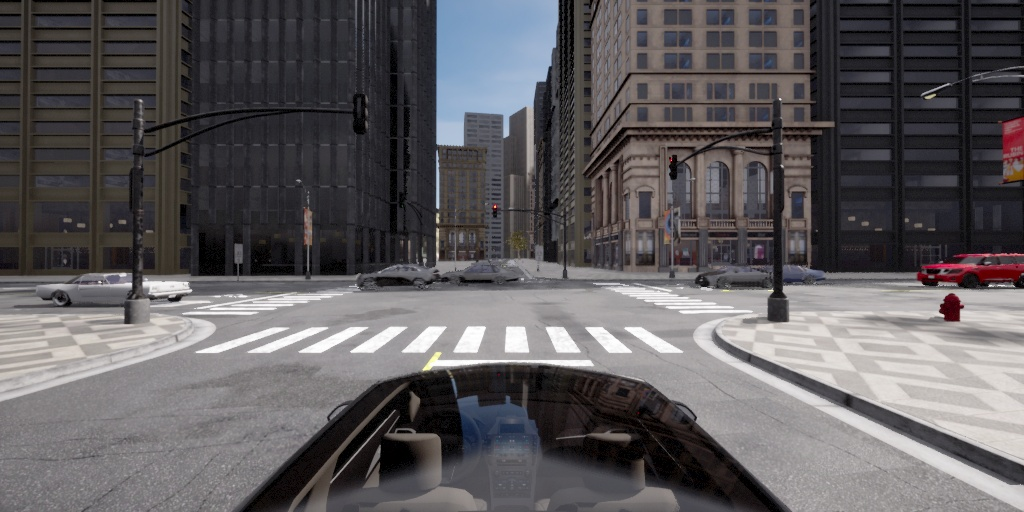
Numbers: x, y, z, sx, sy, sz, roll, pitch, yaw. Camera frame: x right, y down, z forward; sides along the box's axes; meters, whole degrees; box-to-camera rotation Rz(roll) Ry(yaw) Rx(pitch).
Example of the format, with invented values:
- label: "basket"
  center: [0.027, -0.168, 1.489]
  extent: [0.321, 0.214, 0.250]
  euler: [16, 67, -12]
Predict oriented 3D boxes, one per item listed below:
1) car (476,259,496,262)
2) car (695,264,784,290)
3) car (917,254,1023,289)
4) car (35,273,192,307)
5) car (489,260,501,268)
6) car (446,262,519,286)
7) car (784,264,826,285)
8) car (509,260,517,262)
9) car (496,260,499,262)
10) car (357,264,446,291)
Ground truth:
- label: "car"
  center: [-3.058, 1.144, 37.598]
  extent: [2.097, 1.767, 4.553]
  euler: [0, 0, 0]
- label: "car"
  center: [13.449, 1.280, 21.701]
  extent: [4.181, 1.385, 1.994]
  euler: [0, 0, 0]
- label: "car"
  center: [28.145, 0.900, 21.717]
  extent: [5.566, 2.045, 2.150]
  euler: [0, 0, 0]
- label: "car"
  center: [-16.379, 1.365, 14.964]
  extent: [4.718, 1.301, 1.895]
  euler: [0, 0, 0]
- label: "car"
  center: [-3.048, 1.427, 65.369]
  extent: [1.994, 1.385, 4.181]
  euler: [0, 0, 0]
- label: "car"
  center: [-2.179, 1.313, 24.927]
  extent: [5.357, 1.411, 2.033]
  euler: [0, 0, 0]
- label: "car"
  center: [18.598, 1.274, 24.954]
  extent: [5.357, 1.411, 2.033]
  euler: [0, 0, 0]
- label: "car"
  center: [0.111, 1.379, 62.534]
  extent: [1.812, 1.442, 4.674]
  euler: [0, 0, 0]
- label: "car"
  center: [-3.070, 1.375, 46.371]
  extent: [1.994, 1.385, 4.181]
  euler: [0, 0, 0]
- label: "car"
  center: [-6.774, 1.258, 21.672]
  extent: [4.902, 1.511, 2.128]
  euler: [0, 0, 0]
